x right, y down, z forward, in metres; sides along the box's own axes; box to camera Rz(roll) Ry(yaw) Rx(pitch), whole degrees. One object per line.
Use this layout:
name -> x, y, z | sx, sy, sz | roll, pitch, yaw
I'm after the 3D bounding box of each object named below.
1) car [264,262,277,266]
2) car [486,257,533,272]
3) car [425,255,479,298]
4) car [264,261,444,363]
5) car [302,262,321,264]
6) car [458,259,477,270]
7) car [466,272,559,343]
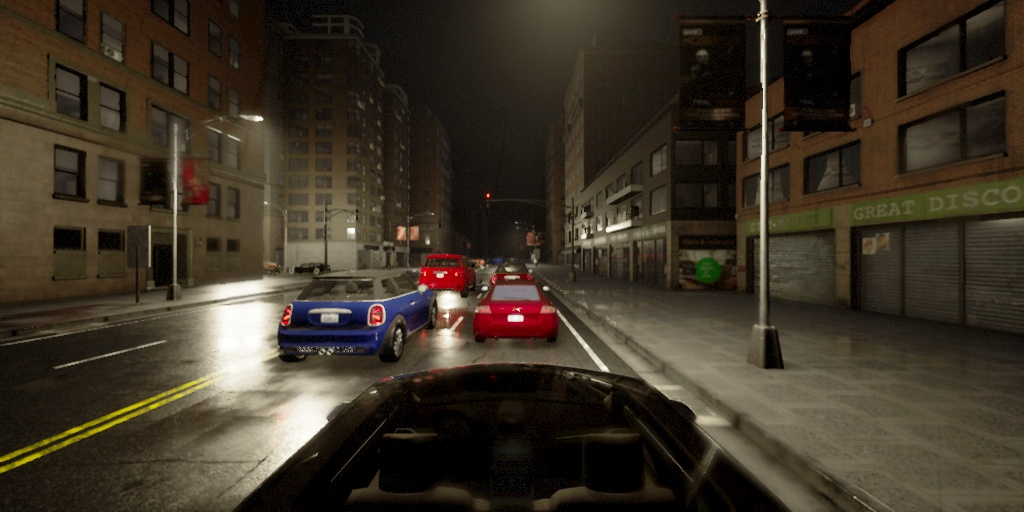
car -> -24.401, 1.073, 33.737 | 4.553, 1.767, 2.097 | 0, 0, 0
car -> 0.005, 1.089, 18.326 | 2.097, 1.767, 4.553 | 0, 0, 0
car -> -3.145, 0.958, 18.364 | 2.150, 2.045, 5.566 | 0, 0, 0
car -> -3.145, 1.096, 8.325 | 2.097, 1.767, 4.553 | 0, 0, 0
car -> -22.138, 1.311, 39.209 | 4.313, 1.339, 1.948 | 0, 0, 0
car -> -6.573, 1.213, 53.203 | 2.128, 1.511, 4.902 | 0, 0, 0
car -> 0.095, 1.307, 9.709 | 1.994, 1.385, 4.181 | 0, 0, 0
